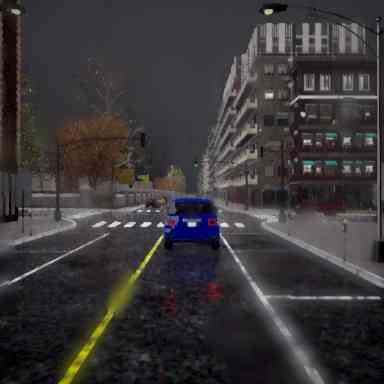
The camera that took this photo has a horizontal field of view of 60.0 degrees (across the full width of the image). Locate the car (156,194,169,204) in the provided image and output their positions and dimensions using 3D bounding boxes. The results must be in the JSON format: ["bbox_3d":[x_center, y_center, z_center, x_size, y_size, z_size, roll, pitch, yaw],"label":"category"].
[{"bbox_3d":[-5.687,1.377,64.921,2.192,1.841,5.009,0,0,0],"label":"car"}]

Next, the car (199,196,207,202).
[{"bbox_3d":[2.693,1.641,81.811,1.887,1.381,4.507,0,0,0],"label":"car"}]

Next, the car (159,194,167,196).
[{"bbox_3d":[-5.687,1.576,59.121,1.752,1.417,4.829,0,0,0],"label":"car"}]

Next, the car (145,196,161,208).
[{"bbox_3d":[-5.687,1.600,48.030,1.947,1.339,4.313,0,0,0],"label":"car"}]

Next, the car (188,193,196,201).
[{"bbox_3d":[0.002,1.212,87.196,2.150,2.045,5.566,0,0,0],"label":"car"}]

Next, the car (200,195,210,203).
[{"bbox_3d":[2.693,1.513,70.551,1.967,1.590,4.097,0,0,0],"label":"car"}]

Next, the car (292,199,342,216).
[{"bbox_3d":[13.466,1.618,35.708,5.009,1.841,2.192,1,-1,-1],"label":"car"}]

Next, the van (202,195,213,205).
[{"bbox_3d":[2.694,1.393,59.291,1.690,1.788,3.998,0,0,0],"label":"van"}]

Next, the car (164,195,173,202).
[{"bbox_3d":[-5.687,1.537,81.812,1.967,1.590,4.097,0,0,0],"label":"car"}]

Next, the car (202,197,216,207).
[{"bbox_3d":[2.693,1.587,53.660,1.887,1.381,4.507,0,0,0],"label":"car"}]

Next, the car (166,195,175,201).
[{"bbox_3d":[-5.687,1.550,87.441,1.967,1.590,4.097,0,0,0],"label":"car"}]

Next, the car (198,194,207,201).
[{"bbox_3d":[2.694,1.425,87.442,2.192,1.841,5.009,0,0,0],"label":"car"}]

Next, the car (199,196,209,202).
[{"bbox_3d":[2.692,1.635,76.181,2.008,1.369,4.403,0,0,0],"label":"car"}]

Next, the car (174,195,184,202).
[{"bbox_3d":[-3.000,1.559,78.446,2.128,1.511,4.902,0,0,0],"label":"car"}]

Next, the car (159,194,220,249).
[{"bbox_3d":[0.000,1.261,14.681,2.150,2.045,5.566,0,0,0],"label":"car"}]
